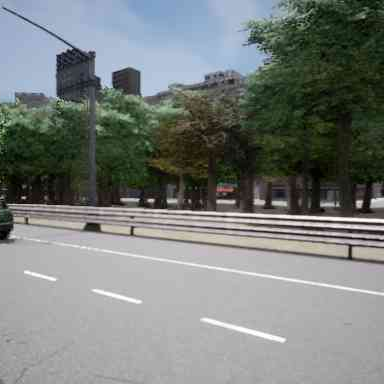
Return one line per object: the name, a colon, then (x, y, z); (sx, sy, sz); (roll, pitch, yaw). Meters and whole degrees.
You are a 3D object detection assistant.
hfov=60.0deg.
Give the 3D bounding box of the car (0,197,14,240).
car: (-10.674, 1.217, 15.793); (5.566, 2.045, 2.150); (0, 0, 36)
